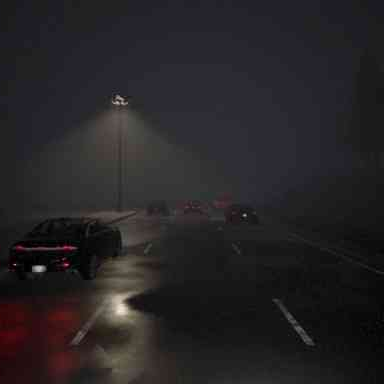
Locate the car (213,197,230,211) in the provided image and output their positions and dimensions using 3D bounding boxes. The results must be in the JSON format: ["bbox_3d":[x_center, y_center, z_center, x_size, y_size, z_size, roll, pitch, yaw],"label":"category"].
[{"bbox_3d":[3.698,1.352,40.246,2.097,1.767,4.553,0,0,1],"label":"car"}]

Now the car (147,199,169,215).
[{"bbox_3d":[-3.390,1.477,34.059,1.882,1.535,5.008,0,0,0],"label":"car"}]

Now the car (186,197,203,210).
[{"bbox_3d":[0.375,1.491,44.582,2.128,1.511,4.902,0,0,3],"label":"car"}]

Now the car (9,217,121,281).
[{"bbox_3d":[-3.398,1.491,9.825,2.128,1.511,4.902,0,0,0],"label":"car"}]

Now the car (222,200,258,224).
[{"bbox_3d":[3.605,1.563,24.731,1.994,1.385,4.181,0,0,0],"label":"car"}]

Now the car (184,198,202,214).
[{"bbox_3d":[0.115,1.547,34.832,2.033,1.411,5.357,0,0,0],"label":"car"}]
